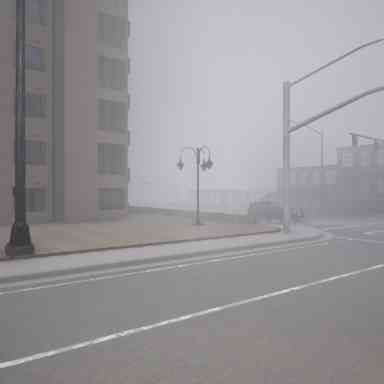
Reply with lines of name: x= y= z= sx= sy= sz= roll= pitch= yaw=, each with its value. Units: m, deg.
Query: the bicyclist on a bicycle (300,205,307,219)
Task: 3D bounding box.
bicyclist on a bicycle: x=13.534 y=2.464 z=40.646 sx=1.656 sy=1.620 sz=0.582 roll=0 pitch=-8 yaw=-35

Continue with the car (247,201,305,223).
car: x=7.460 y=1.795 z=30.404 sx=2.150 sy=2.045 sz=5.566 roll=0 pitch=-5 yaw=-36
